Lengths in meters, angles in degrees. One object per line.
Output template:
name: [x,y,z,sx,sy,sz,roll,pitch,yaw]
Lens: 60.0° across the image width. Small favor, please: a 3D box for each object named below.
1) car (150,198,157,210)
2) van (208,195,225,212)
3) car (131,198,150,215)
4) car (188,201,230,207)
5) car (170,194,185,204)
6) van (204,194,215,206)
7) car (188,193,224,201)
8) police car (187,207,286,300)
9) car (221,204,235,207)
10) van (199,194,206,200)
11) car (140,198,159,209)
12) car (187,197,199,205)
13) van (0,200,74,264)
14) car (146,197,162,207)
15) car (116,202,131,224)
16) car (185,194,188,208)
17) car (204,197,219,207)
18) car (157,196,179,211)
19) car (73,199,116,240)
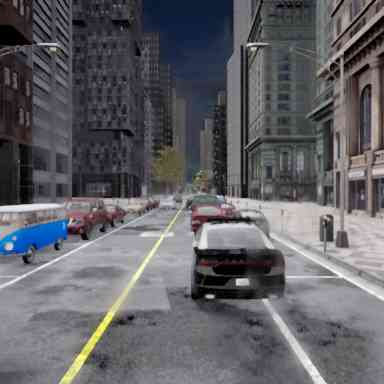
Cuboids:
car: [-5.681,1.533,39.138,1.887,1.381,4.507,0,0,0]
van: [2.871,1.330,39.100,1.690,1.788,3.998,0,0,0]
car: [-5.693,1.515,33.443,1.752,1.417,4.829,0,0,0]
car: [0.871,1.473,18.457,1.882,1.535,5.008,0,0,-1]
car: [-2.848,1.535,65.308,2.033,1.411,5.357,0,0,0]
van: [2.913,1.327,55.675,1.690,1.788,3.998,0,0,0]
car: [0.958,1.217,24.499,2.150,2.045,5.566,0,0,0]
police car: [0.920,1.423,8.578,1.930,1.638,5.238,0,0,0]
car: [2.813,1.545,17.000,2.008,1.369,4.403,0,0,0]
van: [2.990,1.340,93.659,1.690,1.788,3.998,0,0,0]
car: [-5.669,1.532,44.663,1.887,1.381,4.507,0,0,0]
car: [0.143,1.550,59.679,1.994,1.385,4.181,0,0,0]
van: [-5.740,1.337,11.511,1.690,1.788,3.998,0,0,0]
car: [-5.657,1.531,50.188,1.887,1.381,4.507,0,0,0]
car: [-5.717,1.538,22.561,1.887,1.381,4.507,0,0,0]
car: [0.143,1.492,47.417,1.837,1.490,4.892,0,0,1]
car: [2.898,1.531,50.150,1.887,1.381,4.507,0,0,0]
car: [-2.985,1.514,41.005,1.812,1.442,4.674,0,0,0]
car: [-5.728,1.310,17.036,2.192,1.841,5.009,0,0,0]
